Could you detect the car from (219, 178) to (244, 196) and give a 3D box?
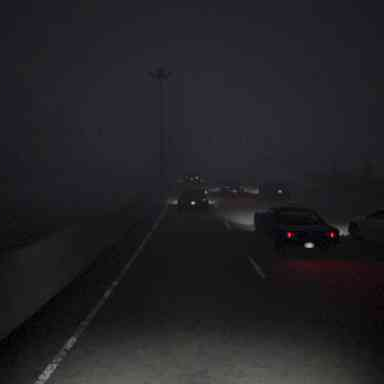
[{"bbox_3d":[3.511,-0.500,29.705,1.812,1.442,4.674,0,7,0],"label":"car"}]

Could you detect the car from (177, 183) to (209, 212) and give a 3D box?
[{"bbox_3d":[0.057,0.438,21.867,1.994,1.385,4.181,0,6,0],"label":"car"}]

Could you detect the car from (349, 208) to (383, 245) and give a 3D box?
[{"bbox_3d":[7.093,1.203,11.178,1.812,1.442,4.674,0,3,0],"label":"car"}]

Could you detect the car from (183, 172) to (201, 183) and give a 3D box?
[{"bbox_3d":[-0.043,-1.664,38.636,2.163,1.488,4.792,0,7,0],"label":"car"}]

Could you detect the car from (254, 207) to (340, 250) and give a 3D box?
[{"bbox_3d":[3.591,1.210,12.383,1.895,1.301,4.718,0,3,0],"label":"car"}]

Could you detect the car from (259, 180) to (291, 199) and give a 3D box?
[{"bbox_3d":[7.019,-0.309,28.511,1.994,1.385,4.181,0,7,0],"label":"car"}]
